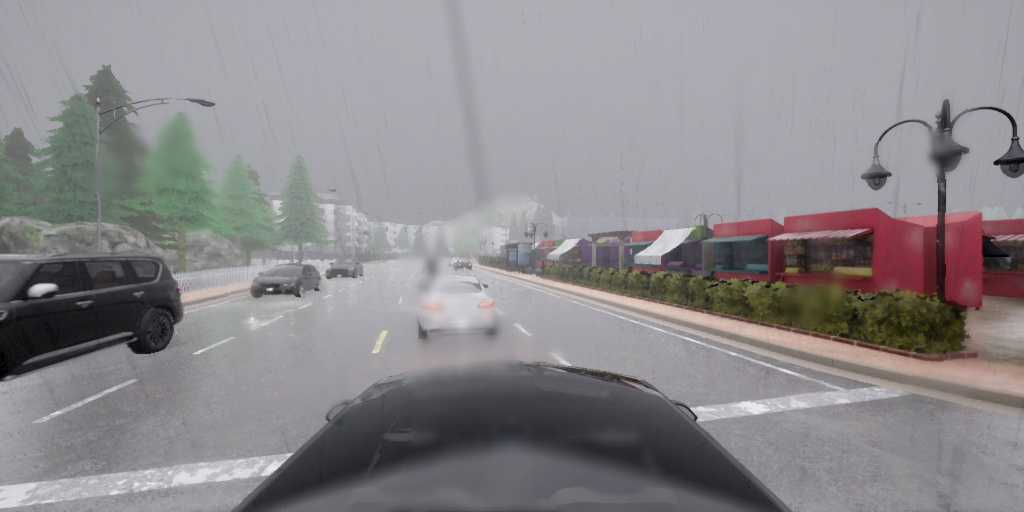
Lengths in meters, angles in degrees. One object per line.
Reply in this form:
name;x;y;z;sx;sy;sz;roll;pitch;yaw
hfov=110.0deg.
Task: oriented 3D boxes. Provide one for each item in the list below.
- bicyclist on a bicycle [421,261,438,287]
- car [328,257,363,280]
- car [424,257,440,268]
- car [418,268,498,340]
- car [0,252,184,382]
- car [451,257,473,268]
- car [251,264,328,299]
bicyclist on a bicycle;-4.483;1.079;19.671;0.582;1.620;1.656;0;1;24
car;-13.478;0.907;29.057;2.097;1.767;4.553;0;0;-13
car;-11.309;0.900;50.810;1.837;1.490;4.892;0;0;-13
car;-1.560;1.225;9.848;1.812;1.442;4.674;0;0;-13
car;-7.878;0.953;5.596;2.150;2.045;5.566;0;0;-14
car;-6.014;1.049;43.798;1.895;1.301;4.718;0;0;-13
car;-10.696;1.147;17.379;1.837;1.490;4.892;0;0;-13
